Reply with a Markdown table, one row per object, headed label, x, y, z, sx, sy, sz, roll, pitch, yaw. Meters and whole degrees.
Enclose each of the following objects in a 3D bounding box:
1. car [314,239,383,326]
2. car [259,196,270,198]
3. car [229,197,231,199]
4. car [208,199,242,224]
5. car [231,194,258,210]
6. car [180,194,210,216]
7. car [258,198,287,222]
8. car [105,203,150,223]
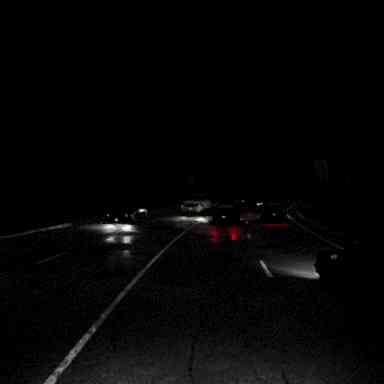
| label | x | y | z | sx | sy | sz | roll | pitch | yaw |
| --- | --- | --- | --- | --- | --- | --- | --- | --- | --- |
| car | 3.831 | 1.552 | 5.830 | 2.033 | 1.411 | 5.357 | 0 | 0 | 3 |
| car | 15.422 | 1.421 | 71.577 | 1.895 | 1.301 | 4.718 | 0 | 0 | 28 |
| car | 8.159 | 1.571 | 65.225 | 1.895 | 1.301 | 4.718 | 0 | 0 | 26 |
| car | 2.557 | 1.514 | 24.853 | 1.812 | 1.442 | 4.674 | 0 | 0 | 10 |
| car | 6.899 | 1.210 | 42.489 | 2.150 | 2.045 | 5.566 | 0 | 0 | 17 |
| car | 0.480 | 1.198 | 33.088 | 2.150 | 2.045 | 5.566 | 0 | 0 | 13 |
| car | 6.466 | 1.477 | 26.725 | 1.882 | 1.535 | 5.008 | 0 | 0 | 11 |
| car | -4.708 | 1.515 | 25.328 | 2.033 | 1.411 | 5.357 | 0 | 0 | 10 |
